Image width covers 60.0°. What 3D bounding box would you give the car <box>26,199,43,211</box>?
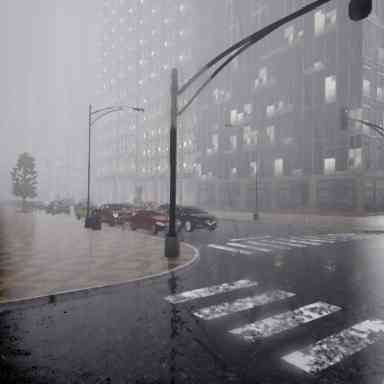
[{"bbox_3d":[-21.794,1.959,47.323,2.008,1.369,4.403,1,-1,-35],"label":"car"}]

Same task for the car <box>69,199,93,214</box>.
[{"bbox_3d":[-11.971,1.817,37.849,2.128,1.511,4.902,1,-1,-35],"label":"car"}]

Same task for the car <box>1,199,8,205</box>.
[{"bbox_3d":[-41.355,2.287,75.255,2.008,1.369,4.403,1,-1,-35],"label":"car"}]

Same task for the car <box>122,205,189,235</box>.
[{"bbox_3d":[-2.233,1.662,19.391,1.802,1.307,4.206,1,-1,-35],"label":"car"}]

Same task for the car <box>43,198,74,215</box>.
[{"bbox_3d":[-15.273,1.739,38.014,1.967,1.590,4.097,1,-1,-35],"label":"car"}]

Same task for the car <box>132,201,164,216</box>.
[{"bbox_3d":[-5.149,1.833,38.164,1.967,1.590,4.097,1,-1,-35],"label":"car"}]

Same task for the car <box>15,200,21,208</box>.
[{"bbox_3d":[-28.314,2.062,56.634,1.887,1.381,4.507,1,-1,-35],"label":"car"}]

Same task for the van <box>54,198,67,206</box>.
[{"bbox_3d":[-27.969,2.117,70.753,1.690,1.788,3.998,1,-1,-35],"label":"van"}]

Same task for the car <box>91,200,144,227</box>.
[{"bbox_3d":[-5.493,1.575,24.048,1.967,1.590,4.097,1,-1,-35],"label":"car"}]

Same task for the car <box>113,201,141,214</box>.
[{"bbox_3d":[-8.506,1.974,42.958,1.752,1.417,4.829,1,-1,-35],"label":"car"}]

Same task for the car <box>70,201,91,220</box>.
[{"bbox_3d":[-8.655,1.713,28.563,1.752,1.417,4.829,1,-1,-35],"label":"car"}]

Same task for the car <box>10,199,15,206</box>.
[{"bbox_3d":[-31.574,2.123,61.289,2.008,1.369,4.403,1,-1,-35],"label":"car"}]

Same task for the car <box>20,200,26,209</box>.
[{"bbox_3d":[-25.054,2.029,51.979,1.947,1.339,4.313,1,-1,-35],"label":"car"}]

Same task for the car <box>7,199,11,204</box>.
[{"bbox_3d":[-34.834,2.209,65.944,1.802,1.307,4.206,1,-1,-35],"label":"car"}]

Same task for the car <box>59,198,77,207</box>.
[{"bbox_3d":[-24.709,2.036,66.098,2.192,1.841,5.009,1,-1,-35],"label":"car"}]

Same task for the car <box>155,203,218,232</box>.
[{"bbox_3d":[-0.286,1.634,21.139,1.837,1.490,4.892,1,-1,-33],"label":"car"}]

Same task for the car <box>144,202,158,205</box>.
[{"bbox_3d":[-2.030,1.763,29.187,1.837,1.490,4.892,1,-1,-35],"label":"car"}]
